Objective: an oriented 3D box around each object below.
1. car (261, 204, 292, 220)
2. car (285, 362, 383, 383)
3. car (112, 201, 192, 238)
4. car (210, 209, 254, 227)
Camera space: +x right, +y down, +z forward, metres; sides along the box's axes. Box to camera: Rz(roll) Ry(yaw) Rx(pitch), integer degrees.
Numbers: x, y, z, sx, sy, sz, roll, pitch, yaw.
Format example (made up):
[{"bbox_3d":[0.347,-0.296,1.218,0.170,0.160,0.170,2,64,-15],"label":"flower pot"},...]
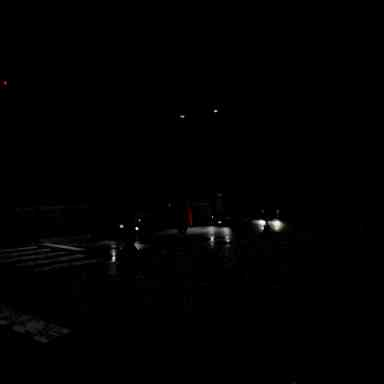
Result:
[{"bbox_3d":[9.314,2.107,36.458,2.097,1.767,4.553,0,-1,35],"label":"car"},{"bbox_3d":[2.352,1.551,1.274,4.403,1.369,2.008,0,0,36],"label":"car"},{"bbox_3d":[-2.213,1.564,20.279,2.150,2.045,5.566,0,-1,35],"label":"car"},{"bbox_3d":[3.490,2.145,28.287,1.895,1.301,4.718,0,-1,36],"label":"car"}]
